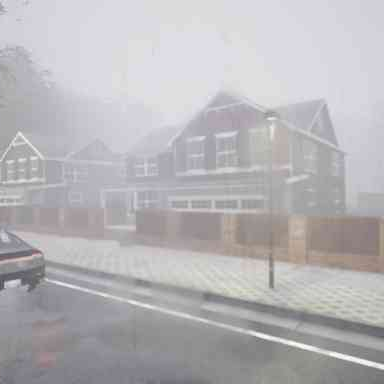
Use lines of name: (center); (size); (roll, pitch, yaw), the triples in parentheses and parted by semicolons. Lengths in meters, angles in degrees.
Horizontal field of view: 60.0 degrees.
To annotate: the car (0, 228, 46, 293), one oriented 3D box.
car: (-5.395, 1.565, 7.806); (4.902, 1.511, 2.128); (0, 0, 36)
